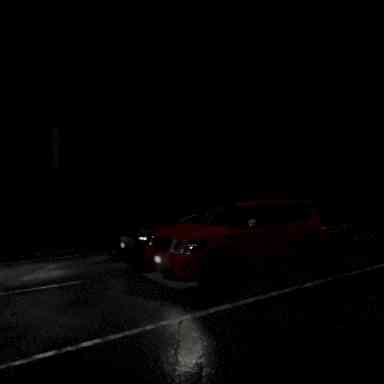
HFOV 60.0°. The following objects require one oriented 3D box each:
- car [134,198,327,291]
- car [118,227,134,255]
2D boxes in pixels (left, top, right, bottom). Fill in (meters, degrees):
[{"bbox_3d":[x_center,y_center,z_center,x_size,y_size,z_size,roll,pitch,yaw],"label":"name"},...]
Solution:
[{"bbox_3d":[1.463,1.207,9.319,5.566,2.045,2.150,0,0,-35],"label":"car"},{"bbox_3d":[-0.277,1.477,12.368,4.902,1.511,2.128,0,0,-35],"label":"car"}]
